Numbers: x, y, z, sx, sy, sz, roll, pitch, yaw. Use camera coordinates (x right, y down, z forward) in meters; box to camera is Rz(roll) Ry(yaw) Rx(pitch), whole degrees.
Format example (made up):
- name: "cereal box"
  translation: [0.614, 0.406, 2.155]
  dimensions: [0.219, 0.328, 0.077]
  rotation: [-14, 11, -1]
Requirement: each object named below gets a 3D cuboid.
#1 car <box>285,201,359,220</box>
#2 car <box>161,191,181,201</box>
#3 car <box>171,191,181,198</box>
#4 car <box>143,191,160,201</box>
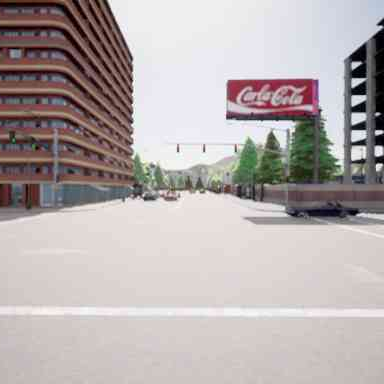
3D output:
- name: "car"
  translation: [9.226, 1.289, 23.887]
  dimensions: [4.718, 1.301, 1.895]
  rotation: [0, 1, 0]
- name: "car"
  translation: [-3.474, 0.618, 55.227]
  dimensions: [2.097, 1.767, 4.553]
  rotation: [0, 1, 0]
- name: "car"
  translation: [-3.365, 0.582, 71.499]
  dimensions: [1.994, 1.385, 4.181]
  rotation: [0, 1, 0]
- name: "car"
  translation: [-6.976, 0.867, 55.149]
  dimensions: [1.895, 1.301, 4.718]
  rotation: [0, 1, 0]
